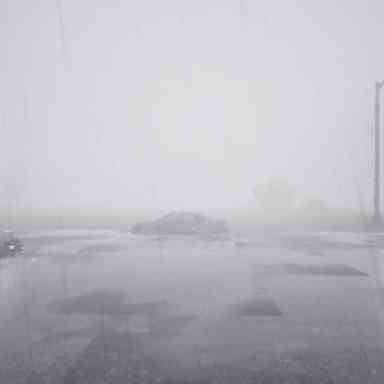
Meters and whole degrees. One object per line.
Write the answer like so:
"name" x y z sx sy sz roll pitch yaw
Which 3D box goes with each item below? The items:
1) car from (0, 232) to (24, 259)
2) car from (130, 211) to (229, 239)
"car" -8.285 1.748 11.705 4.181 1.385 1.994 0 0 2
"car" -0.647 1.776 18.437 5.357 1.411 2.033 0 0 2
